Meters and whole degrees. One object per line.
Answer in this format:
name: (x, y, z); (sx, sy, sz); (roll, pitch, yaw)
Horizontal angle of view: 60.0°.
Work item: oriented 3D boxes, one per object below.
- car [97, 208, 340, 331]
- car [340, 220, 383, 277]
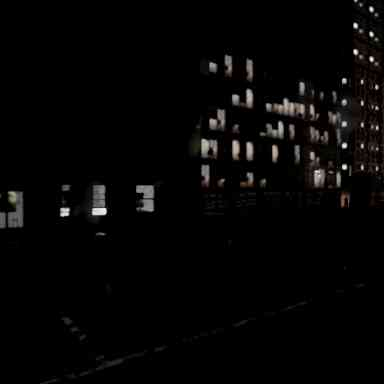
car: (0.646, 1.312, 7.029); (5.009, 1.841, 2.192); (0, 0, -36)
car: (5.142, 1.559, 10.237); (4.313, 1.339, 1.947); (0, 0, -36)
